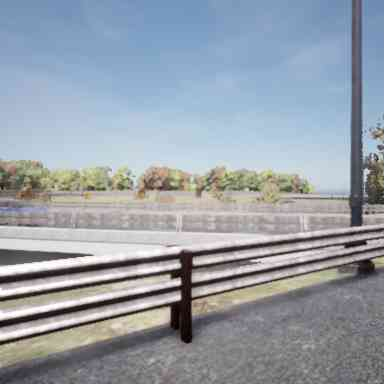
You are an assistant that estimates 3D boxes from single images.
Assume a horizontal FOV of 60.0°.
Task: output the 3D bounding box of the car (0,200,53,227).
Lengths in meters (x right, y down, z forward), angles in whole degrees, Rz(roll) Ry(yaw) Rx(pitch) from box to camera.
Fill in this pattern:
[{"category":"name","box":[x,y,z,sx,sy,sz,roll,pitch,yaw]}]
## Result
[{"category":"car","box":[-11.603,1.311,22.255,4.553,1.767,2.097,0,0,18]}]
